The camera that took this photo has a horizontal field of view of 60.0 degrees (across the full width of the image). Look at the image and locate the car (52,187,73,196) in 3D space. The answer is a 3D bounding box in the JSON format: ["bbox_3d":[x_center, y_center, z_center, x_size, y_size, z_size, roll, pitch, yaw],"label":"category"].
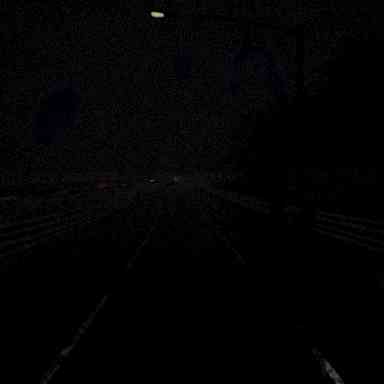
[{"bbox_3d":[-17.451,0.050,47.465,1.994,1.385,4.181,1,4,13],"label":"car"}]

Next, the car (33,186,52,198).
[{"bbox_3d":[-20.854,-0.049,48.274,1.837,1.490,4.892,1,4,13],"label":"car"}]

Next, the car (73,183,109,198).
[{"bbox_3d":[-14.045,-0.003,46.657,1.882,1.535,5.008,1,4,13],"label":"car"}]

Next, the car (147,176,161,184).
[{"bbox_3d":[-10.203,-2.989,92.826,2.128,1.511,4.902,1,4,13],"label":"car"}]

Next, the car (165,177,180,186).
[{"bbox_3d":[-5.250,-2.392,83.441,2.033,1.411,5.357,1,4,13],"label":"car"}]

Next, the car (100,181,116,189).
[{"bbox_3d":[-16.720,-1.355,65.561,2.097,1.767,4.553,1,4,13],"label":"car"}]

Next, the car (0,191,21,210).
[{"bbox_3d":[-18.042,0.847,29.935,2.150,2.045,5.566,1,4,13],"label":"car"}]

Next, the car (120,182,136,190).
[{"bbox_3d":[-12.840,-1.313,66.744,2.128,1.511,4.902,1,4,13],"label":"car"}]
